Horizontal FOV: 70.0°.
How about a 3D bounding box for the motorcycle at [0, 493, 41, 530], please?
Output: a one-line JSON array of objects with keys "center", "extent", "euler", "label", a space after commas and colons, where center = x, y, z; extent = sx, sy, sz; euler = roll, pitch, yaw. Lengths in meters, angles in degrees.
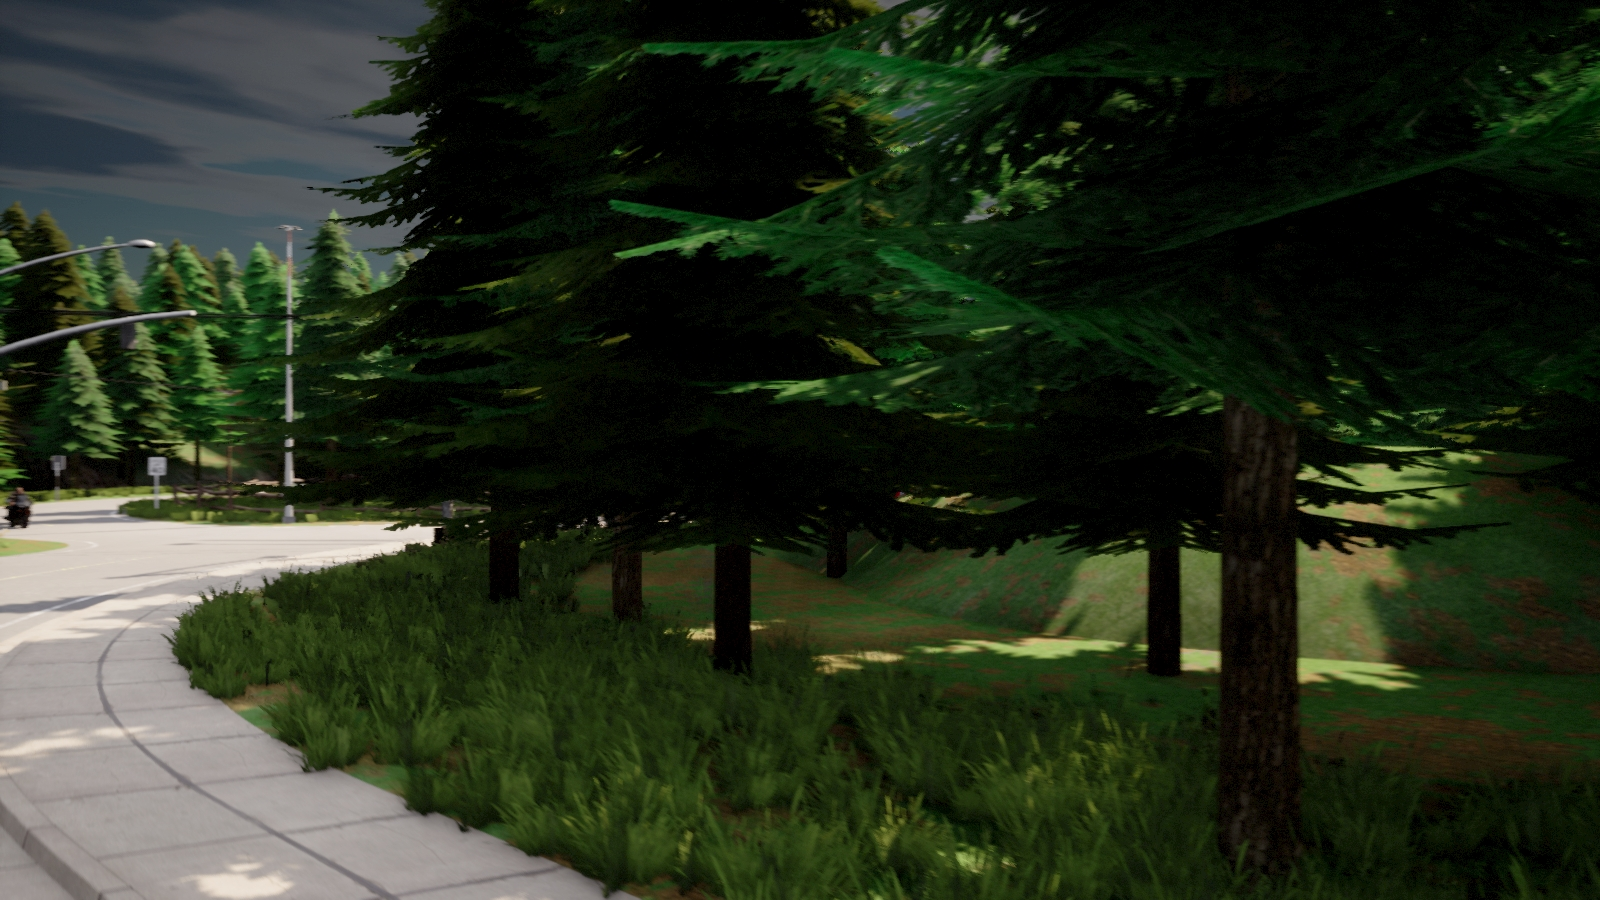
[{"center": [-28.513, 2.236, 41.680], "extent": [2.209, 1.251, 0.867], "euler": [0, -1, 42], "label": "motorcycle"}]
